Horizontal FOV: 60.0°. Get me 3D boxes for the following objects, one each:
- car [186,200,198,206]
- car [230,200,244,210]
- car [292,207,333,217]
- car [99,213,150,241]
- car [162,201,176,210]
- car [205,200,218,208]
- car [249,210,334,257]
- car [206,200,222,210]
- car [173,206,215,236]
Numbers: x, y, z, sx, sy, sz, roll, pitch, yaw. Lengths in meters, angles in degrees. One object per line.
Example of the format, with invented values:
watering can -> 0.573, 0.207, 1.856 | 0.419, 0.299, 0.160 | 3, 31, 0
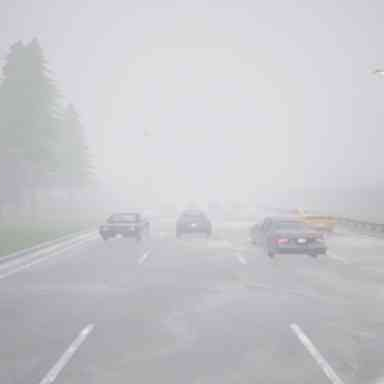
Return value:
car -> 0.007, 1.976, 50.463 | 1.837, 1.490, 4.892 | 0, -1, 0
car -> 7.007, 2.009, 51.753 | 1.812, 1.442, 4.674 | 0, 0, 0
car -> 7.103, 1.673, 20.830 | 1.882, 1.535, 5.008 | 0, -1, 0
car -> -3.397, 1.767, 17.703 | 1.895, 1.301, 4.718 | 0, -1, 0
car -> -3.493, 2.076, 50.908 | 1.895, 1.301, 4.718 | 0, -1, 0
car -> 3.508, 2.108, 60.052 | 2.033, 1.411, 5.357 | 0, -1, 0
car -> 3.602, 1.674, 13.427 | 2.033, 1.411, 5.357 | 0, -1, 0
car -> 3.507, 1.949, 50.462 | 1.882, 1.535, 5.008 | 0, -1, 0
car -> 0.103, 1.749, 19.781 | 1.994, 1.385, 4.181 | 0, -1, 0
